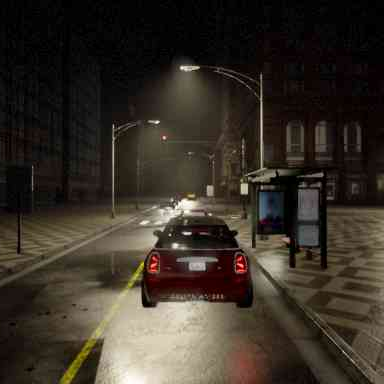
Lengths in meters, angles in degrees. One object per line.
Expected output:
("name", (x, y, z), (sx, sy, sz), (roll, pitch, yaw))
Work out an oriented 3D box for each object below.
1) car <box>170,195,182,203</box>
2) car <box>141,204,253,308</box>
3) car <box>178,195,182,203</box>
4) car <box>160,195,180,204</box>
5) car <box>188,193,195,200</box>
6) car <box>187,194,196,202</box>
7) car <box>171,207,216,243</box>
("car", (-3.096, 1.372, 66.510), (2.128, 1.511, 4.902), (0, 0, 0))
("car", (0.092, 1.352, 8.088), (2.097, 1.767, 4.553), (0, 0, 0))
("car", (-3.142, 1.407, 54.697), (2.128, 1.511, 4.902), (0, 0, 0))
("car", (-3.143, 1.490, 44.307), (2.033, 1.411, 5.357), (0, 0, 0))
("car", (-0.084, 1.126, 84.297), (1.882, 1.535, 5.008), (0, 0, 0))
("car", (-0.074, 1.441, 74.322), (1.895, 1.301, 4.718), (0, 0, 0))
("car", (0.079, 1.558, 16.731), (1.994, 1.385, 4.181), (0, 0, 0))
